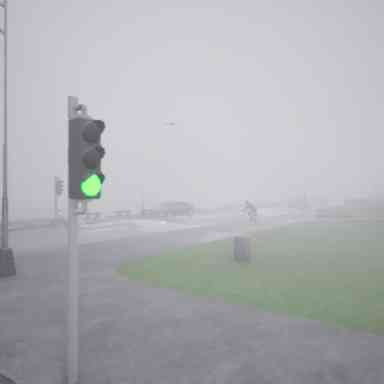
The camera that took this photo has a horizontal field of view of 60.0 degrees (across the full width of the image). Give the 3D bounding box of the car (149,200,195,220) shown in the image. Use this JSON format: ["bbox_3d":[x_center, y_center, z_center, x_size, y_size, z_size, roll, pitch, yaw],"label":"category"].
[{"bbox_3d":[-1.653,1.517,28.654,1.837,1.490,4.892,0,1,36],"label":"car"}]

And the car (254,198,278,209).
[{"bbox_3d":[10.115,1.539,45.081,1.812,1.442,4.674,0,0,36],"label":"car"}]

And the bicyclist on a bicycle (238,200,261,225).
[{"bbox_3d":[3.712,1.356,21.713,1.656,1.620,0.582,0,0,35],"label":"bicyclist on a bicycle"}]

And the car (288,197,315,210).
[{"bbox_3d":[14.159,1.515,43.682,1.837,1.490,4.892,0,0,36],"label":"car"}]

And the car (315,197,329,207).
[{"bbox_3d":[20.073,1.501,52.052,2.128,1.511,4.902,0,0,35],"label":"car"}]
